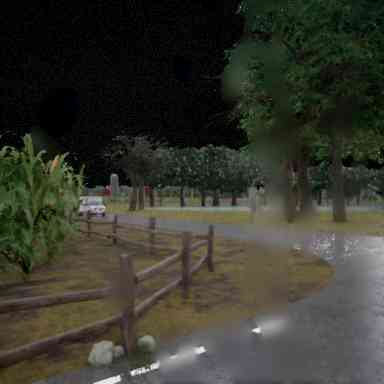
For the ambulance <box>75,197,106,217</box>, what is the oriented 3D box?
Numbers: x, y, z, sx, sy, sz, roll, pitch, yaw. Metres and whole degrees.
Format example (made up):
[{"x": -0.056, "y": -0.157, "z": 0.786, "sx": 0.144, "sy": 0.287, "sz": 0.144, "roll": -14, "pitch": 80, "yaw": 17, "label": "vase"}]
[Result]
[{"x": -12.871, "y": 1.846, "z": 42.121, "sx": 2.351, "sy": 2.431, "sz": 6.366, "roll": 1, "pitch": -2, "yaw": -35, "label": "ambulance"}]
